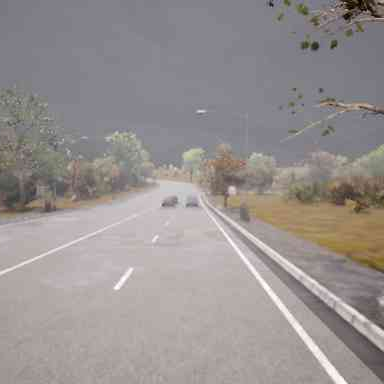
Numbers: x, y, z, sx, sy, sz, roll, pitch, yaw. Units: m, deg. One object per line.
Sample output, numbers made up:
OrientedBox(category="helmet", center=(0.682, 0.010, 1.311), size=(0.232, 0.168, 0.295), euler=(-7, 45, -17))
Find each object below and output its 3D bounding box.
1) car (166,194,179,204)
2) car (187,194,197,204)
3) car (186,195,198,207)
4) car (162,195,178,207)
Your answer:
OrientedBox(category="car", center=(-3.489, 1.233, 60.264), size=(2.128, 1.511, 4.902), euler=(0, 2, 0))
OrientedBox(category="car", center=(0.011, 1.268, 60.265), size=(1.812, 1.442, 4.674), euler=(0, 2, 0))
OrientedBox(category="car", center=(0.009, 1.464, 49.919), size=(2.033, 1.411, 5.357), euler=(0, 0, 0))
OrientedBox(category="car", center=(-3.491, 1.464, 49.920), size=(2.033, 1.411, 5.357), euler=(0, 0, 0))
